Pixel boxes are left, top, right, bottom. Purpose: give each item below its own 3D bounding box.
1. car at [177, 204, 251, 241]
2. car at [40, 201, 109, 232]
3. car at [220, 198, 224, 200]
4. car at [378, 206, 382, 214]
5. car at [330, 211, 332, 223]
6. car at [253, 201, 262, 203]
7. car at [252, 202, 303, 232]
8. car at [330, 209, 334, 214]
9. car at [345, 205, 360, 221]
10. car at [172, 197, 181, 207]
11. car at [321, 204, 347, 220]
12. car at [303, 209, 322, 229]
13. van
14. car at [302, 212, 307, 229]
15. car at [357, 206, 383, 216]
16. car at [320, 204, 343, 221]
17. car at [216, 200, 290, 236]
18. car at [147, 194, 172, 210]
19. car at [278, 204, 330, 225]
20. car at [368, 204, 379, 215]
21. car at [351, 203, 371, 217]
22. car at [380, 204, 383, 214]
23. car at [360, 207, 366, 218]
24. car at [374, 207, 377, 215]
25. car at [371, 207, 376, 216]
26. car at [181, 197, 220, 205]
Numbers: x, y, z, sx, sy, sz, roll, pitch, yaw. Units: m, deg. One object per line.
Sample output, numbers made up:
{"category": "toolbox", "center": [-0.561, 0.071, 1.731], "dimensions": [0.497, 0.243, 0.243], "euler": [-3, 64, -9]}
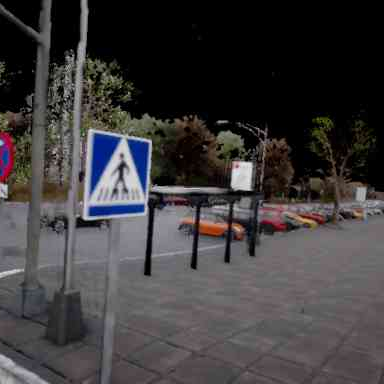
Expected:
{"category": "car", "center": [1.407, 2.230, 23.075], "dimensions": [4.553, 1.767, 2.185], "euler": [7, 2, 16]}
{"category": "car", "center": [-7.059, 1.338, 20.158], "dimensions": [2.097, 1.767, 4.553], "euler": [6, 1, 37]}
{"category": "car", "center": [4.106, 1.574, 55.494], "dimensions": [1.994, 1.385, 4.181], "euler": [7, 3, 36]}
{"category": "car", "center": [41.696, 4.601, 79.151], "dimensions": [4.792, 1.488, 2.163], "euler": [7, 2, 16]}
{"category": "car", "center": [13.788, 3.002, 40.105], "dimensions": [4.792, 1.488, 2.163], "euler": [7, 2, 16]}
{"category": "car", "center": [10.816, 1.892, 59.670], "dimensions": [2.097, 1.767, 4.553], "euler": [7, 2, 36]}
{"category": "car", "center": [6.809, 2.378, 30.338], "dimensions": [5.566, 2.045, 2.435], "euler": [7, 2, 16]}
{"category": "car", "center": [15.512, 3.059, 42.540], "dimensions": [4.892, 1.521, 2.231], "euler": [7, 3, 16]}
{"category": "car", "center": [22.543, 3.180, 52.295], "dimensions": [5.566, 2.045, 2.435], "euler": [7, 2, 16]}
{"category": "car", "center": [-2.331, 1.166, 46.509], "dimensions": [1.882, 1.535, 5.008], "euler": [7, 2, 36]}
{"category": "car", "center": [18.981, 3.108, 47.432], "dimensions": [4.553, 1.767, 2.185], "euler": [7, 2, 16]}
{"category": "car", "center": [10.445, 2.816, 35.180], "dimensions": [5.366, 1.575, 1.946], "euler": [7, 2, 16]}
{"category": "van", "center": [3.127, 2.211, 25.508], "dimensions": [4.442, 1.987, 1.878], "euler": [7, 3, 16]}
{"category": "car", "center": [8.506, 2.750, 32.797], "dimensions": [4.674, 1.452, 2.002], "euler": [7, 2, 16]}
{"category": "car", "center": [44.987, 4.722, 84.083], "dimensions": [5.366, 1.575, 1.946], "euler": [7, 3, 15]}
{"category": "car", "center": [17.296, 3.025, 44.968], "dimensions": [4.553, 1.767, 2.185], "euler": [7, 3, 15]}
{"category": "car", "center": [4.987, 2.284, 27.910], "dimensions": [5.566, 2.045, 2.435], "euler": [7, 3, 16]}
{"category": "car", "center": [-5.212, 0.944, 37.380], "dimensions": [2.150, 2.045, 5.566], "euler": [7, 2, 35]}
{"category": "car", "center": [12.070, 2.637, 37.652], "dimensions": [5.566, 2.045, 2.435], "euler": [7, 2, 16]}
{"category": "car", "center": [38.221, 4.251, 74.252], "dimensions": [4.553, 1.767, 2.185], "euler": [7, 3, 16]}
{"category": "car", "center": [29.460, 3.583, 62.056], "dimensions": [5.566, 2.045, 2.435], "euler": [7, 2, 16]}
{"category": "car", "center": [43.470, 4.414, 81.578], "dimensions": [5.566, 2.045, 2.435], "euler": [7, 2, 16]}
{"category": "car", "center": [26.153, 3.645, 57.138], "dimensions": [5.366, 1.575, 1.946], "euler": [7, 2, 16]}
{"category": "car", "center": [36.432, 4.309, 71.826], "dimensions": [4.674, 1.452, 2.002], "euler": [7, 3, 16]}
{"category": "car", "center": [34.685, 4.161, 69.391], "dimensions": [5.008, 1.535, 2.097], "euler": [7, 2, 16]}
{"category": "car", "center": [1.258, 1.589, 46.404], "dimensions": [2.033, 1.411, 5.357], "euler": [7, 2, 36]}
